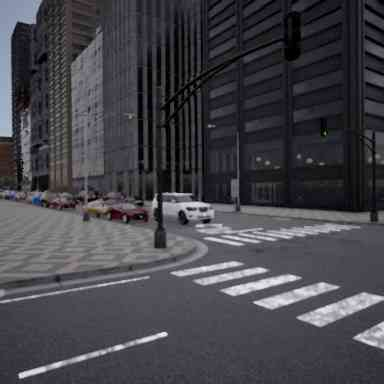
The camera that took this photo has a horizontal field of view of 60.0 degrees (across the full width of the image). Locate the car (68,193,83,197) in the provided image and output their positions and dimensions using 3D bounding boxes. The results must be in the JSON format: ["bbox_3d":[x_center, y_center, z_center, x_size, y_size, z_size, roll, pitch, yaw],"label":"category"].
[{"bbox_3d":[-17.096,1.187,46.029,1.994,1.385,4.181,-1,1,-35],"label":"car"}]

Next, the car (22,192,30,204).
[{"bbox_3d":[-24.523,1.123,51.525,2.008,1.369,4.403,0,1,-36],"label":"car"}]

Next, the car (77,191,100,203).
[{"bbox_3d":[-17.614,0.788,56.519,2.192,1.841,5.009,0,1,-36],"label":"car"}]

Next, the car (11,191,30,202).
[{"bbox_3d":[-31.119,0.900,60.637,1.967,1.590,4.097,0,1,-36],"label":"car"}]

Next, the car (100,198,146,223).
[{"bbox_3d":[-4.734,1.413,24.187,1.887,1.381,4.507,0,1,-36],"label":"car"}]

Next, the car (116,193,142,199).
[{"bbox_3d":[-7.722,1.195,42.853,1.947,1.339,4.313,0,1,-36],"label":"car"}]

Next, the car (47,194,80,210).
[{"bbox_3d":[-14.628,1.272,37.856,1.887,1.381,4.507,0,1,-36],"label":"car"}]

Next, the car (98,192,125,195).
[{"bbox_3d":[-11.019,0.894,47.407,2.192,1.841,5.009,0,1,-36],"label":"car"}]

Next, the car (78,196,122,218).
[{"bbox_3d":[-7.933,1.350,28.606,1.752,1.417,4.829,0,1,-36],"label":"car"}]

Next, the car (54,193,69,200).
[{"bbox_3d":[-27.510,0.849,70.189,1.887,1.381,4.507,0,1,-36],"label":"car"}]

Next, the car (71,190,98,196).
[{"bbox_3d":[-15.447,0.795,49.027,2.150,2.045,5.566,-1,1,-38],"label":"car"}]

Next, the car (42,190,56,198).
[{"bbox_3d":[-34.104,0.504,79.298,2.192,1.841,5.009,0,1,-36],"label":"car"}]

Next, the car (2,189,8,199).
[{"bbox_3d":[-37.715,0.661,69.747,2.192,1.841,5.009,0,1,-36],"label":"car"}]

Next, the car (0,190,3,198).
[{"bbox_3d":[-41.014,0.839,74.305,2.008,1.369,4.403,0,1,-36],"label":"car"}]

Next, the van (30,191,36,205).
[{"bbox_3d":[-21.224,0.966,46.968,1.690,1.788,3.998,0,1,-36],"label":"van"}]

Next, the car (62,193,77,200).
[{"bbox_3d":[-24.211,0.943,65.634,1.802,1.307,4.206,0,1,-36],"label":"car"}]

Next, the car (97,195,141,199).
[{"bbox_3d":[-7.324,1.317,32.466,2.033,1.411,5.357,-1,1,-35],"label":"car"}]

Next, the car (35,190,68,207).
[{"bbox_3d":[-17.926,0.992,42.411,2.192,1.841,5.009,0,1,-36],"label":"car"}]

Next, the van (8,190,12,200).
[{"bbox_3d":[-34.416,0.744,65.192,1.690,1.788,3.998,0,1,-36],"label":"van"}]

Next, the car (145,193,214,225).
[{"bbox_3d":[-0.825,1.082,23.470,2.150,2.045,5.566,-1,1,-36],"label":"car"}]
